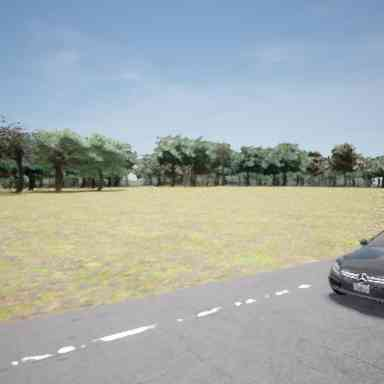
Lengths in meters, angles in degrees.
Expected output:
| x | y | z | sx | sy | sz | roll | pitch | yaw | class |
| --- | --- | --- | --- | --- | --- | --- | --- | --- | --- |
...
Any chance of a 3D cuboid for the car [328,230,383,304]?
| x | y | z | sx | sy | sz | roll | pitch | yaw | class |
| --- | --- | --- | --- | --- | --- | --- | --- | --- | --- |
| 5.053 | 1.531 | 7.519 | 4.674 | 1.442 | 1.812 | 0 | 0 | -35 | car |
